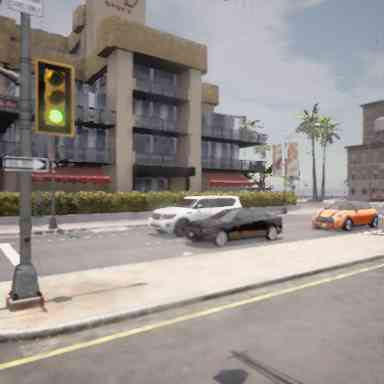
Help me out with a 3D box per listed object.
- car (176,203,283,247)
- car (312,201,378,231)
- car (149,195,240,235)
[{"bbox_3d":[2.007,1.473,15.159,5.008,1.535,1.882,0,0,-35],"label":"car"},{"bbox_3d":[9.441,1.343,20.470,4.553,1.767,2.097,0,0,-35],"label":"car"},{"bbox_3d":[0.407,1.217,18.305,5.566,2.045,2.150,0,0,-35],"label":"car"}]
